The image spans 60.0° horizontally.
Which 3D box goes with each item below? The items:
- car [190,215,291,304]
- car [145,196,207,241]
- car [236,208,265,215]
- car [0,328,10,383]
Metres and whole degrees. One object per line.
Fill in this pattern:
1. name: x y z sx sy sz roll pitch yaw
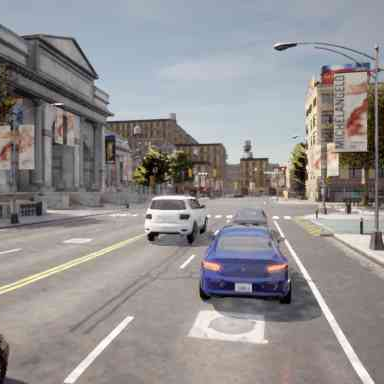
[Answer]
1. car: 1.307 1.526 8.152 1.812 1.442 4.674 0 0 10
2. car: -0.627 1.222 16.774 2.150 2.045 5.566 0 0 11
3. car: 3.077 1.547 17.515 2.033 1.411 5.357 0 0 11
4. car: -3.058 1.526 1.811 1.812 1.442 4.674 0 0 3
